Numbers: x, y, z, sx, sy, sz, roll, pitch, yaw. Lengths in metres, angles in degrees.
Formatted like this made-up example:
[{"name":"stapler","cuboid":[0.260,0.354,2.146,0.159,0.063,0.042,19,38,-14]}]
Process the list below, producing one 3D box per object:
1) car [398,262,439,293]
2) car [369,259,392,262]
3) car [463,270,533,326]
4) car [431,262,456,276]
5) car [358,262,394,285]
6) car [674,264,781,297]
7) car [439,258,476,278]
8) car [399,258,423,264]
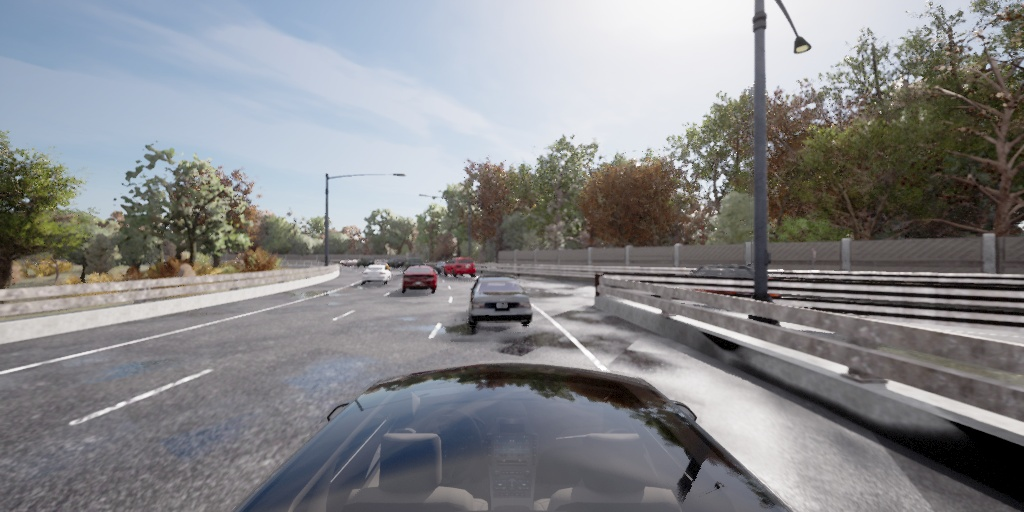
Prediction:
[{"name":"car","cuboid":[-5.641,1.366,22.173,1.882,1.535,5.008,0,0,-11]},{"name":"car","cuboid":[-16.631,1.525,45.067,1.882,1.535,5.008,0,0,-24]},{"name":"car","cuboid":[-0.526,1.366,11.932,2.033,1.411,5.357,0,0,-6]},{"name":"car","cuboid":[-8.372,1.525,43.455,2.128,1.511,4.902,0,0,-22]},{"name":"car","cuboid":[-10.661,1.459,28.336,1.812,1.442,4.674,0,0,-14]},{"name":"car","cuboid":[8.766,1.158,15.640,2.097,1.767,4.553,1,-1,-41]},{"name":"car","cuboid":[-5.586,1.220,37.695,2.150,2.045,5.566,0,0,-26]},{"name":"car","cuboid":[-11.817,1.251,42.796,2.150,2.045,5.566,0,0,-22]}]
